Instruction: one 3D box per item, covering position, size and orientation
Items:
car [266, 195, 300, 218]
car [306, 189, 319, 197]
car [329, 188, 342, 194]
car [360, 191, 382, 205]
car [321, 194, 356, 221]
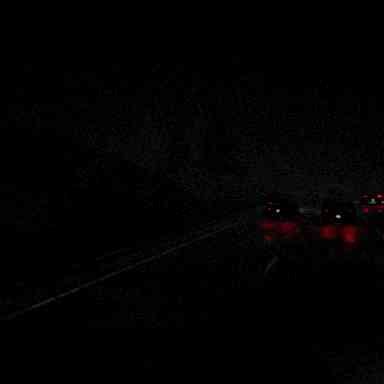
[{"bbox_3d":[6.453,0.920,23.414,2.128,1.511,4.902,0,1,23],"label":"car"},{"bbox_3d":[20.372,0.155,56.112,2.033,1.411,5.357,0,1,23],"label":"car"},{"bbox_3d":[23.497,0.129,54.520,1.837,1.490,4.892,0,1,23],"label":"car"},{"bbox_3d":[19.720,0.578,36.711,1.812,1.442,4.674,0,1,23],"label":"car"},{"bbox_3d":[9.336,1.063,21.249,1.895,1.301,4.718,0,1,23],"label":"car"}]
